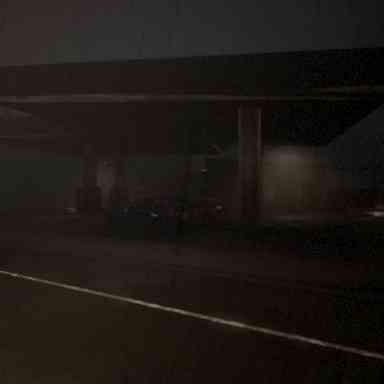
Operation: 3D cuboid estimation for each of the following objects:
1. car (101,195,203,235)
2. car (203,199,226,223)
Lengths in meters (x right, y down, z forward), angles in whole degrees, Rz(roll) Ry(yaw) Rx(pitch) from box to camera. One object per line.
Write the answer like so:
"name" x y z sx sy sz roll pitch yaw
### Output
"car" -2.153 1.103 16.493 4.611 1.667 2.242 0 1 32
"car" 0.192 1.177 21.795 3.806 1.475 1.970 0 1 32
